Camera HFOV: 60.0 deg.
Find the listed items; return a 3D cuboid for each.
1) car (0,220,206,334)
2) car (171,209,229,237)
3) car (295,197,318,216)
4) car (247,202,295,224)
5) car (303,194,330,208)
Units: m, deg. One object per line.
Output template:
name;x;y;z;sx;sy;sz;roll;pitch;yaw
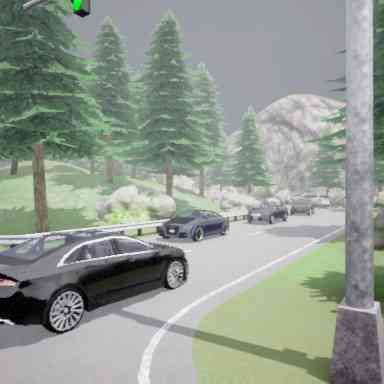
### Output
car;-1.954;1.555;6.954;2.128;1.511;4.902;0;-1;34
car;0.205;1.580;16.657;1.994;1.385;4.181;0;0;34
car;11.212;1.524;33.548;1.837;1.490;4.892;0;0;27
car;5.741;1.509;24.918;2.128;1.511;4.902;0;0;34
car;17.638;1.322;48.956;2.150;2.045;5.566;3;-2;-22
